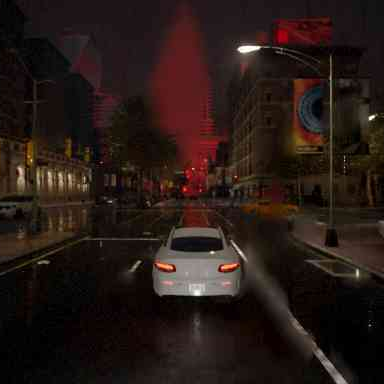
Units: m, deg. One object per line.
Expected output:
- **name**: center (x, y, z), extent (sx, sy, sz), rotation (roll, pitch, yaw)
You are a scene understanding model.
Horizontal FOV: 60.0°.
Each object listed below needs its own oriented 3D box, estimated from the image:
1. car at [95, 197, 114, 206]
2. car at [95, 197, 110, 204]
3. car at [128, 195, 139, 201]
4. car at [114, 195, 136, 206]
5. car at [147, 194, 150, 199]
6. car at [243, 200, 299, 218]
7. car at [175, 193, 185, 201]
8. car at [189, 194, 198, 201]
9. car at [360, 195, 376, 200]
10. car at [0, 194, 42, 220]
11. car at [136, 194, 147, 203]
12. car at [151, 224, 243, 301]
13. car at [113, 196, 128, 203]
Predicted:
- **car**: center (-14.834, 1.544, 56.845), extent (2.033, 1.411, 5.357), rotation (0, 0, 0)
- **car**: center (-17.956, 1.592, 66.929), extent (1.895, 1.301, 4.718), rotation (0, 0, 0)
- **car**: center (-14.635, 1.474, 83.007), extent (1.882, 1.535, 5.008), rotation (0, 0, 0)
- **car**: center (-11.336, 1.475, 56.782), extent (1.882, 1.535, 5.008), rotation (0, 0, 0)
- **car**: center (-11.154, 1.351, 78.855), extent (2.097, 1.767, 4.553), rotation (0, 0, 0)
- **car**: center (7.118, 1.476, 30.155), extent (5.008, 1.535, 1.882), rotation (0, 0, 4)
- **car**: center (-3.119, 1.214, 86.508), extent (2.150, 2.045, 5.566), rotation (0, 0, 0)
- **car**: center (0.380, 1.489, 86.462), extent (1.837, 1.490, 4.892), rotation (0, 0, 0)
- **car**: center (34.744, 1.478, 68.090), extent (2.231, 1.521, 4.892), rotation (0, 0, 0)
- **car**: center (-14.980, 1.220, 28.499), extent (2.150, 2.045, 5.566), rotation (0, 0, 0)
- **car**: center (-11.200, 1.544, 68.588), extent (2.033, 1.411, 5.357), rotation (0, 0, 0)
- **car**: center (0.112, 1.525, 8.182), extent (1.812, 1.442, 4.674), rotation (0, 0, 1)
- **car**: center (-14.699, 1.497, 68.636), extent (1.837, 1.490, 4.892), rotation (0, 0, 0)
